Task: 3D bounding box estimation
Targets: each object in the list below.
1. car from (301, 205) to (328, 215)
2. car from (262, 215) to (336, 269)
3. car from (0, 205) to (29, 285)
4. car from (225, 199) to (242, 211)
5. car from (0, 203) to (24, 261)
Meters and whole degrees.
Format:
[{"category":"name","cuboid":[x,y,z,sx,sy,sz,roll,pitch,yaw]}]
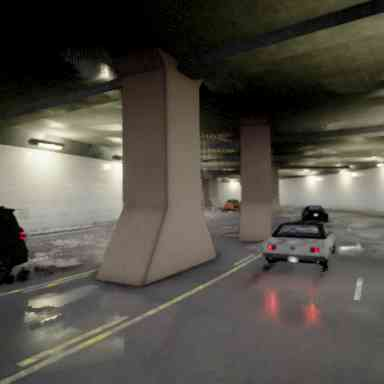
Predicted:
[{"category":"car","cuboid":[10.355,1.795,28.164,1.994,1.385,4.181,-1,-1,17]},{"category":"car","cuboid":[3.969,1.704,11.720,1.895,1.301,4.718,-1,-1,27]},{"category":"car","cuboid":[-6.665,1.391,7.578,2.150,2.045,5.566,-1,-1,32]},{"category":"car","cuboid":[6.225,1.885,49.593,2.097,1.767,4.553,-1,-1,-5]},{"category":"car","cuboid":[-8.750,1.453,10.818,2.150,2.045,5.566,-1,-1,31]}]
